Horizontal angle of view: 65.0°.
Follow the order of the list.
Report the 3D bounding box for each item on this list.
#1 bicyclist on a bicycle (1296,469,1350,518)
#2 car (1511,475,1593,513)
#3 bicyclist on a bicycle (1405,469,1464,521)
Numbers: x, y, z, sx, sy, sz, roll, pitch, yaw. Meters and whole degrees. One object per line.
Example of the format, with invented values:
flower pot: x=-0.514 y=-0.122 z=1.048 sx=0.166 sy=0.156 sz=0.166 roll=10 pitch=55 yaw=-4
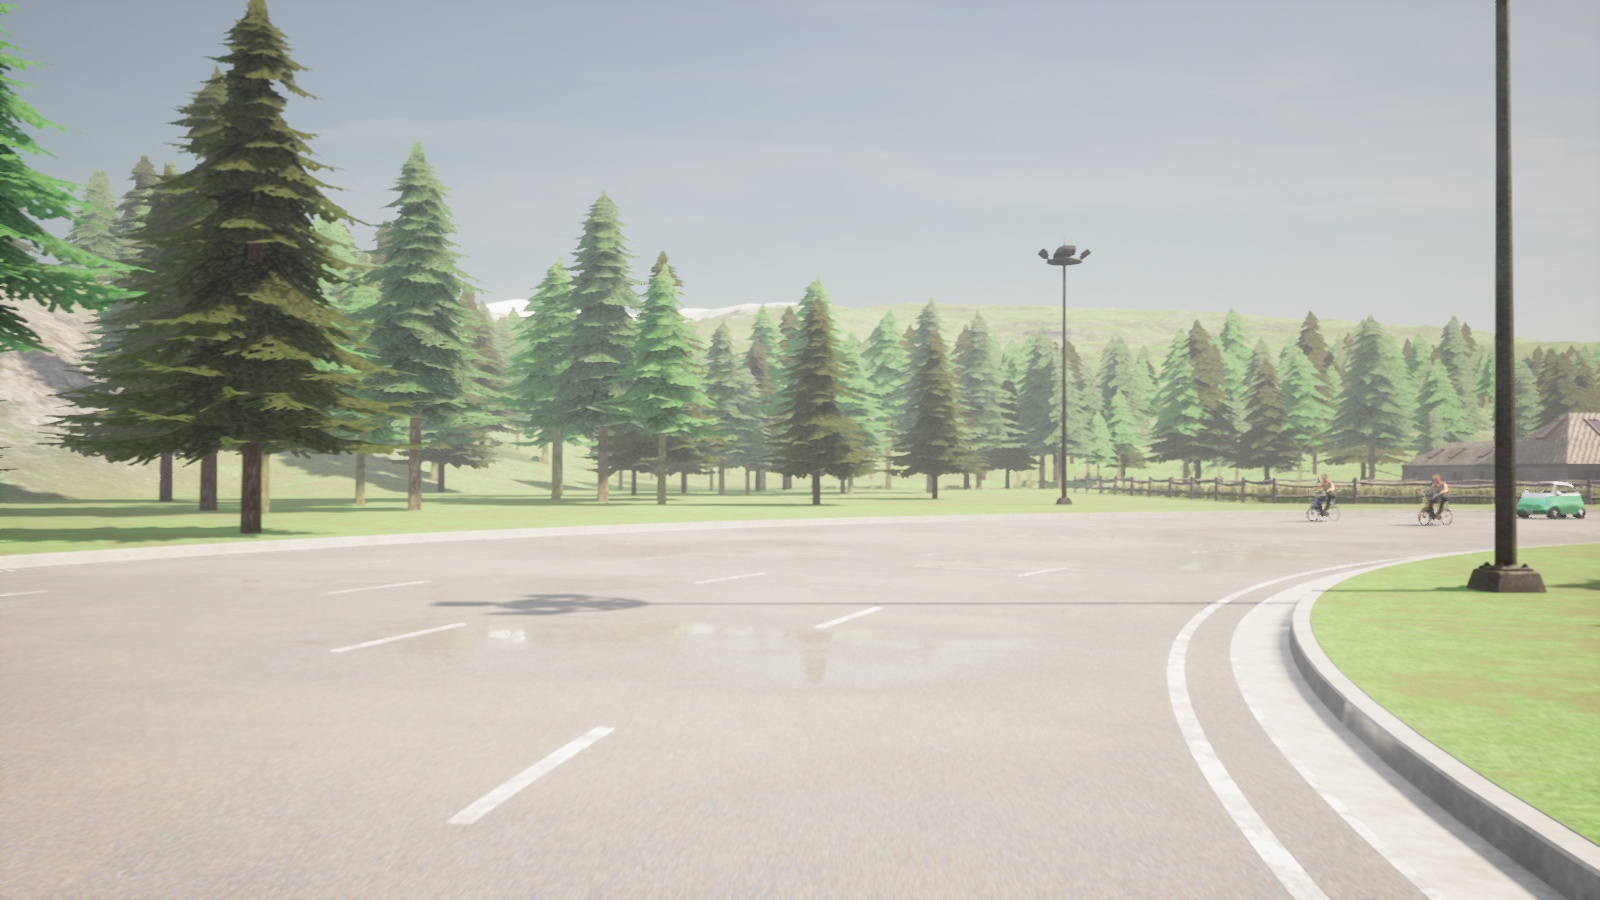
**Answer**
bicyclist on a bicycle: x=17.463 y=1.450 z=41.943 sx=1.509 sy=1.612 sz=0.866 roll=0 pitch=-1 yaw=-25
car: x=27.548 y=1.604 z=46.005 sx=2.207 sy=1.376 sz=1.481 roll=0 pitch=-1 yaw=-18
bicyclist on a bicycle: x=19.798 y=1.390 z=39.168 sx=1.509 sy=1.612 sz=0.866 roll=0 pitch=-1 yaw=-24
